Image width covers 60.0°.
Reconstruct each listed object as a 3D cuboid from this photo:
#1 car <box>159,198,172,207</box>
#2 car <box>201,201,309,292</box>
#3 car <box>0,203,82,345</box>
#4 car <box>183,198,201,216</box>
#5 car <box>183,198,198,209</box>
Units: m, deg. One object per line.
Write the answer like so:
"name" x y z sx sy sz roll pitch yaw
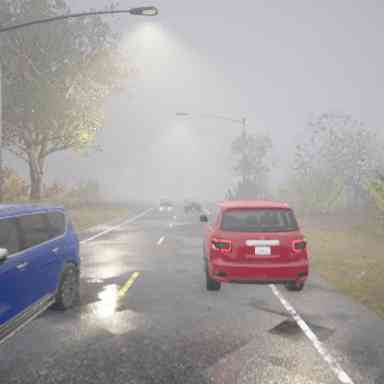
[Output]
"car" -4.042 1.638 51.405 1.994 1.385 4.181 0 0 -3
"car" 1.429 1.249 9.191 2.150 2.045 5.566 0 0 1
"car" -3.421 1.235 4.810 2.150 2.045 5.566 0 0 1
"car" 0.077 1.569 38.453 1.837 1.490 4.892 0 0 -2
"car" -0.333 1.619 48.807 2.033 1.411 5.357 0 0 -3
